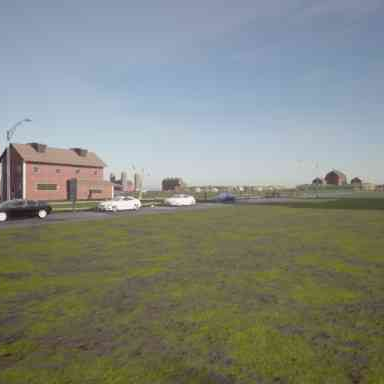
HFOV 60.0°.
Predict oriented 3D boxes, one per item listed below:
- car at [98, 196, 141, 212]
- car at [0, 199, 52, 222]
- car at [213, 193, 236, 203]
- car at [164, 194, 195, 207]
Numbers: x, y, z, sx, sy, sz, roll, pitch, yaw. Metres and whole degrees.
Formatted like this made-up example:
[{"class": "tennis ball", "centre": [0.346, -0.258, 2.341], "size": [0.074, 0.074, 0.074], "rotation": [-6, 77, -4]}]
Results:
[{"class": "car", "centre": [-7.038, 1.160, 32.788], "size": [1.812, 1.442, 4.674], "rotation": [1, 1, 36]}, {"class": "car", "centre": [-12.913, 1.285, 24.677], "size": [1.837, 1.490, 4.892], "rotation": [1, 1, 36]}, {"class": "car", "centre": [4.854, 0.856, 49.141], "size": [1.812, 1.442, 4.674], "rotation": [1, 1, 36]}, {"class": "car", "centre": [-1.432, 1.017, 40.526], "size": [1.812, 1.442, 4.674], "rotation": [1, 1, 36]}]
